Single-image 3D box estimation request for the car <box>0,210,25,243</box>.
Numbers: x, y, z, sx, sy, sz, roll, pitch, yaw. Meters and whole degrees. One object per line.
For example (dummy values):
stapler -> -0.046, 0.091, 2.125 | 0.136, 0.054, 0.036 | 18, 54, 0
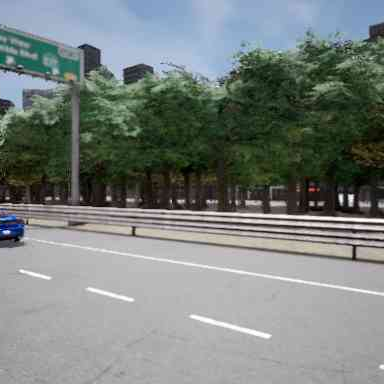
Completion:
car -> -9.525, 1.496, 14.958 | 5.008, 1.535, 1.882 | 0, 0, 36
